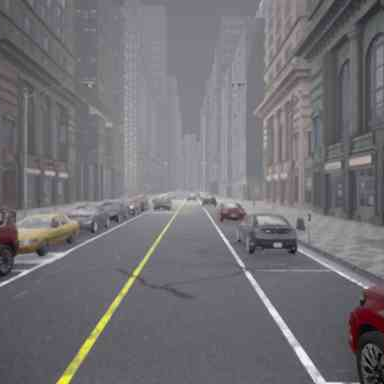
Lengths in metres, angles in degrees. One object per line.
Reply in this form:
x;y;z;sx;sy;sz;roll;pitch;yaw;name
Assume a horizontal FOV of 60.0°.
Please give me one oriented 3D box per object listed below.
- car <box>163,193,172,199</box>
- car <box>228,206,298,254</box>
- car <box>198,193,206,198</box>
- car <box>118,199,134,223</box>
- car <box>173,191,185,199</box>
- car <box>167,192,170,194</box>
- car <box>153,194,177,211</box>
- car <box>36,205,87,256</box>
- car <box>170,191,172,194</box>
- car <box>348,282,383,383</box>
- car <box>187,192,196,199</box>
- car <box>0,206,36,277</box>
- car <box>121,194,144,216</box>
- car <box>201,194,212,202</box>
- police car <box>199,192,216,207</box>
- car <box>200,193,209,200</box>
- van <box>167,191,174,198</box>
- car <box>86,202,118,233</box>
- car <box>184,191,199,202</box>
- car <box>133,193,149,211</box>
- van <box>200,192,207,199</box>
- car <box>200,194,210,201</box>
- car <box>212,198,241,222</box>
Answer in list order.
-5.802;1.018;80.106;1.887;1.381;4.507;0;0;0;car
2.759;1.464;12.895;2.008;1.369;4.403;0;0;0;car
2.718;0.945;91.324;1.887;1.381;4.507;0;0;0;car
-5.773;1.405;24.089;1.947;1.339;4.313;0;0;0;car
-3.040;0.866;77.128;1.994;1.385;4.181;0;0;0;car
-5.793;1.109;63.131;1.752;1.417;4.829;0;0;0;car
-3.118;1.302;36.797;2.033;1.411;5.357;0;0;0;car
-5.766;1.440;12.716;1.752;1.417;4.829;0;0;0;car
-5.795;0.986;68.901;1.967;1.590;4.097;0;0;0;car
2.765;1.303;1.689;2.192;1.841;5.009;0;0;0;car
-0.042;0.866;79.996;2.128;1.511;4.902;0;0;0;car
-5.763;1.266;7.282;2.192;1.841;5.009;0;0;0;car
-5.775;1.242;29.690;1.967;1.590;4.097;0;0;0;car
2.732;1.106;63.483;1.752;1.417;4.829;0;0;0;car
2.342;1.120;45.898;1.930;1.638;5.238;0;0;0;police car
2.727;1.054;74.517;1.887;1.381;4.507;0;0;0;car
-5.807;0.742;91.308;1.690;1.788;3.998;0;0;0;van
-5.770;1.427;18.487;2.008;1.369;4.403;0;0;0;car
-0.033;1.068;64.147;2.128;1.511;4.902;0;0;0;car
-5.777;1.080;35.291;2.192;1.841;5.009;0;0;0;car
2.724;0.814;80.118;1.690;1.788;3.998;0;0;0;van
2.730;1.090;68.915;1.887;1.381;4.507;0;0;0;car
2.753;1.383;24.099;1.887;1.381;4.507;0;0;0;car
